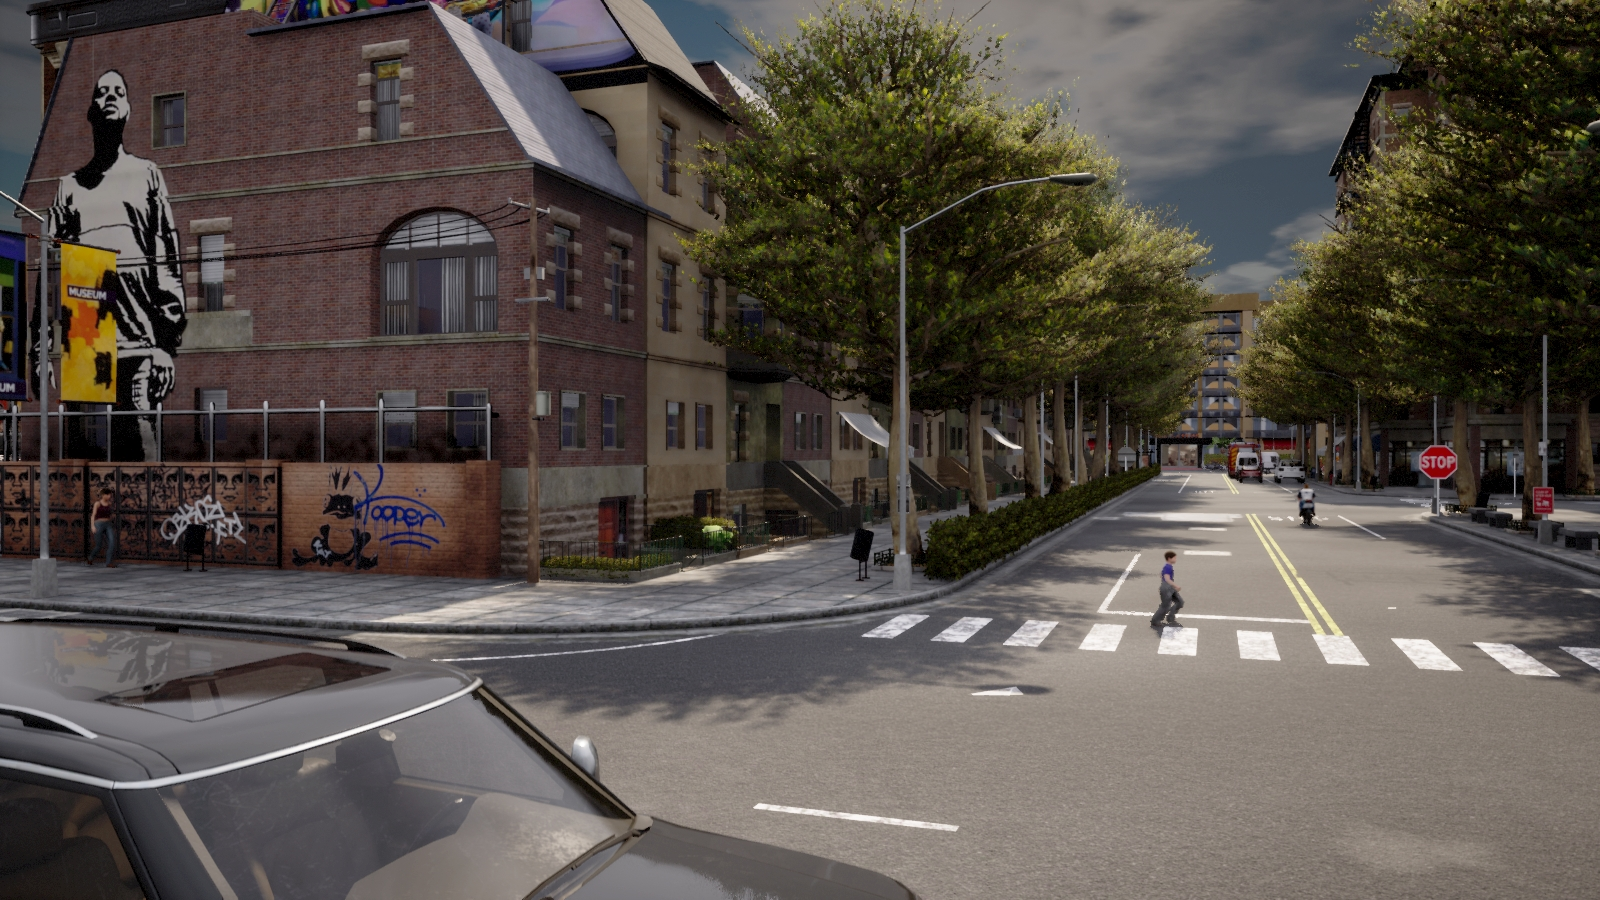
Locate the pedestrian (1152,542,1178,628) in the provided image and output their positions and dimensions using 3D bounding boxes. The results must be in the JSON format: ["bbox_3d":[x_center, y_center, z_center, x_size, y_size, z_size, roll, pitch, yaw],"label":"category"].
[{"bbox_3d":[5.787,2.129,18.110,0.375,1.300,0.375,0,0,19],"label":"pedestrian"}]

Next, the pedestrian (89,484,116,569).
[{"bbox_3d":[-15.654,1.705,25.639,0.375,1.860,0.375,0,0,22],"label":"pedestrian"}]

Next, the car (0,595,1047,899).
[{"bbox_3d":[-2.100,1.777,4.031,5.566,2.045,2.150,0,0,20],"label":"car"}]
